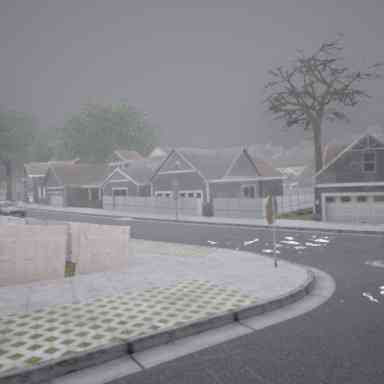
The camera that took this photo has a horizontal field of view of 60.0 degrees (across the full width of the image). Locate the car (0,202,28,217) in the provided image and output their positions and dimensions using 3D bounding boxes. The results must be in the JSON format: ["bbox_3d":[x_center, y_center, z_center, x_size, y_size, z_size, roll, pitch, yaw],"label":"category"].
[{"bbox_3d":[-17.344,1.655,31.259,5.357,1.411,2.033,0,3,43],"label":"car"}]
